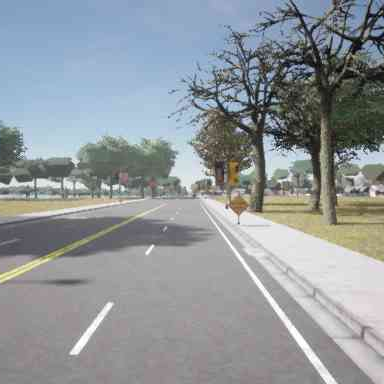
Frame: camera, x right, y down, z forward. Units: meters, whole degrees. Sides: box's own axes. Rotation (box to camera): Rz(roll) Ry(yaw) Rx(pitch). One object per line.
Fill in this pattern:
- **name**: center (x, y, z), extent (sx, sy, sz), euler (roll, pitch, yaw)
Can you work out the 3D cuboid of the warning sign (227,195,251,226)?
- **warning sign**: center (2.850, 1.103, 20.275), extent (1.300, 1.860, 1.060), euler (0, 0, 0)
